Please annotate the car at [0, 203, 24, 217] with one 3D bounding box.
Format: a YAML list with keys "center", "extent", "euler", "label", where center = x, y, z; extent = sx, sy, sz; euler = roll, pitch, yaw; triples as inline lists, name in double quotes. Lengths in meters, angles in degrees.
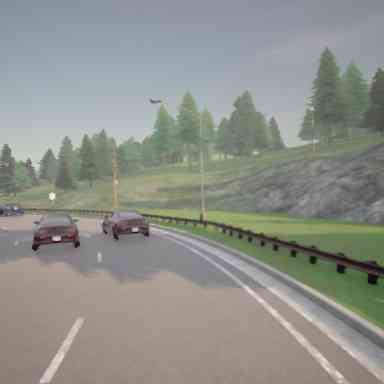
- center: [-23.356, 2.149, 42.487]
  extent: [4.553, 1.767, 2.097]
  euler: [-2, 0, 40]
  label: "car"

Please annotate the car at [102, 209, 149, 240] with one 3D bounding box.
- center: [-3.651, 1.655, 18.059]
  extent: [1.812, 1.442, 4.674]
  euler: [-1, 0, -24]
  label: "car"

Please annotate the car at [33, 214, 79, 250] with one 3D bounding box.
- center: [-6.381, 1.745, 15.650]
  extent: [1.812, 1.442, 4.674]
  euler: [-1, 0, -22]
  label: "car"
